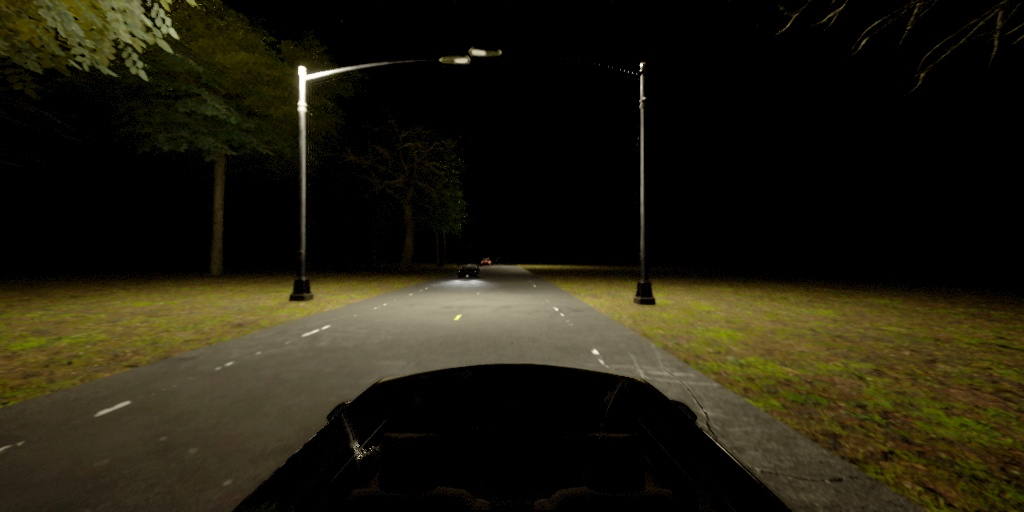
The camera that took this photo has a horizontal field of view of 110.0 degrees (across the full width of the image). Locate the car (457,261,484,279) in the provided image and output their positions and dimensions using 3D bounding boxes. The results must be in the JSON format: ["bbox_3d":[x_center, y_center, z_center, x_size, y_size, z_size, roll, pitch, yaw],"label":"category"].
[{"bbox_3d":[-3.967,1.439,33.655,1.895,1.301,4.718,0,0,-1],"label":"car"}]
